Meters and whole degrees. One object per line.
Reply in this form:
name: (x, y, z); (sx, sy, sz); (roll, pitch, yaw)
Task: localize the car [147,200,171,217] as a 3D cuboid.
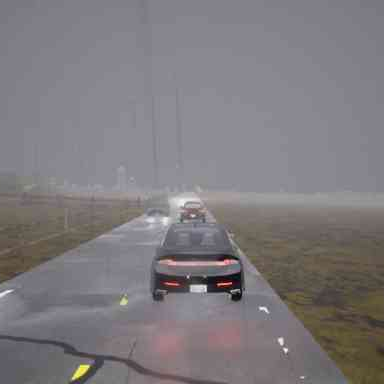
car: (-2.886, 1.461, 30.326); (2.033, 1.411, 5.357); (0, 0, 0)

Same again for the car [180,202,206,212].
car: (0.068, 1.464, 25.274); (1.812, 1.442, 4.674); (0, 0, 0)

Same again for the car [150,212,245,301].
car: (0.094, 1.485, 8.287); (2.128, 1.511, 4.902); (0, 0, 0)
